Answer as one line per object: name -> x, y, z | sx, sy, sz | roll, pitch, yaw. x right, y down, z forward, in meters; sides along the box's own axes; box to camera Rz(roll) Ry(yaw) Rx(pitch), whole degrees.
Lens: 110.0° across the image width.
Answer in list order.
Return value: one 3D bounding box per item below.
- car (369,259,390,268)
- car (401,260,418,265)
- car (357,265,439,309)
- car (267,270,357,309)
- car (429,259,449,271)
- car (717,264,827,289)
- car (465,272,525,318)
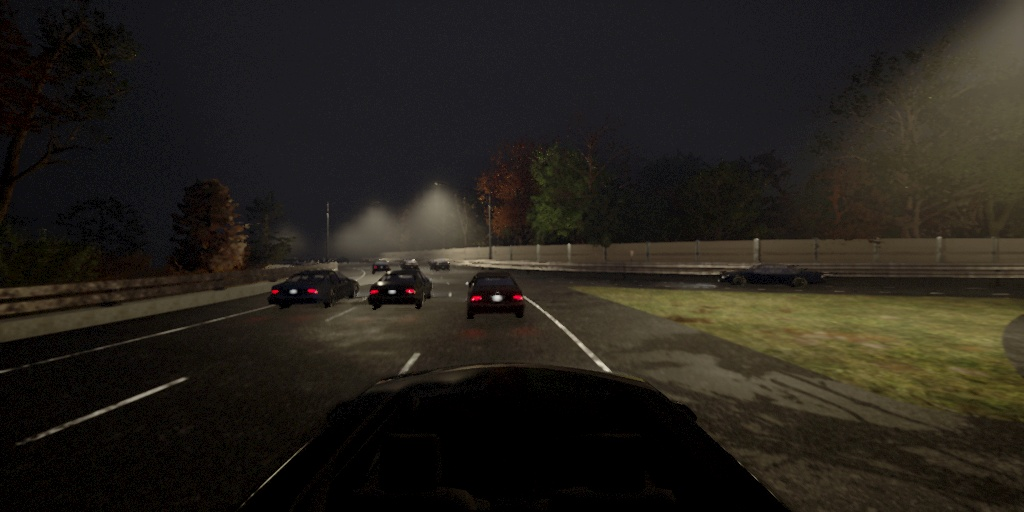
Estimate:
car -> -14.912, 1.252, 40.793 | 2.033, 1.411, 5.357 | 0, 0, -22
car -> -12.842, 1.178, 44.841 | 2.128, 1.511, 4.902 | 0, 0, -23
car -> -4.434, 1.280, 14.868 | 2.033, 1.411, 5.357 | 0, 0, -7
car -> -8.005, 1.292, 15.006 | 2.033, 1.411, 5.357 | 0, 0, -8
car -> -9.209, 1.165, 45.246 | 2.128, 1.511, 4.902 | 0, 0, -23
car -> 15.742, 1.194, 22.027 | 5.357, 1.411, 2.033 | 0, 0, 22
car -> -0.691, 1.272, 12.933 | 2.033, 1.411, 5.357 | 0, 0, -6
